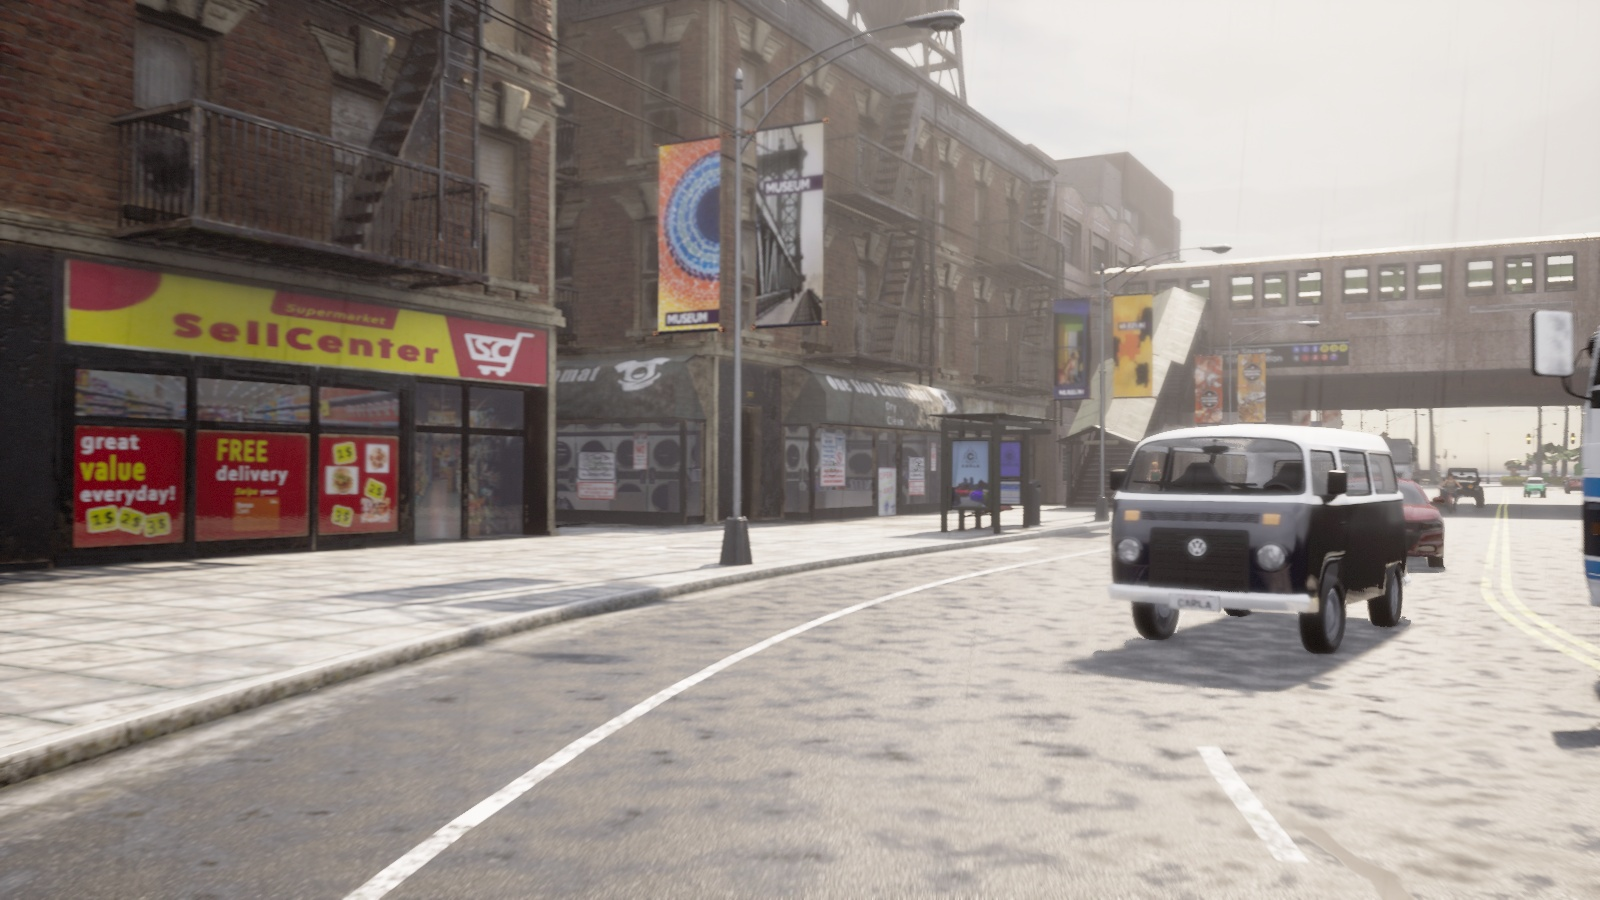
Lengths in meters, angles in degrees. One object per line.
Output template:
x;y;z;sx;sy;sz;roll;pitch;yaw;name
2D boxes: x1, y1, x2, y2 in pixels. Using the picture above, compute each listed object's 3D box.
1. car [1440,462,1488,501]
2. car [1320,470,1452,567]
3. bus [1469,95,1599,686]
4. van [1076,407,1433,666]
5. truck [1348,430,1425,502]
32.752;1.544;61.896;1.905;1.878;3.866;-1;-1;30;car
10.472;1.140;22.757;1.882;1.535;5.008;0;-1;22;car
7.416;-0.488;5.839;3.944;4.253;10.273;-1;-1;6;bus
4.615;0.733;12.310;2.069;2.038;4.480;-1;-2;37;van
30.327;0.821;64.720;2.891;3.462;7.936;-1;-1;30;truck
